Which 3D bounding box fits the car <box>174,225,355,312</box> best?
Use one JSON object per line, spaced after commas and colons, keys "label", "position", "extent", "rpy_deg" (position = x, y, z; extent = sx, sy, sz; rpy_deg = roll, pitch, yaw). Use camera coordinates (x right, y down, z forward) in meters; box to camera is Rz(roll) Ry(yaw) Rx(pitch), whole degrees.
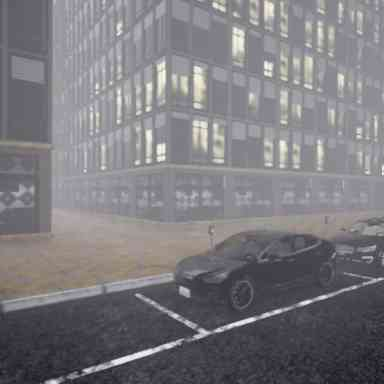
{"label": "car", "position": [1.635, 1.562, 7.719], "extent": [4.313, 1.339, 1.947], "rpy_deg": [0, 0, -35]}

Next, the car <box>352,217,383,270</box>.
{"label": "car", "position": [6.145, 1.543, 10.934], "extent": [4.403, 1.369, 2.008], "rpy_deg": [0, 0, -35]}
